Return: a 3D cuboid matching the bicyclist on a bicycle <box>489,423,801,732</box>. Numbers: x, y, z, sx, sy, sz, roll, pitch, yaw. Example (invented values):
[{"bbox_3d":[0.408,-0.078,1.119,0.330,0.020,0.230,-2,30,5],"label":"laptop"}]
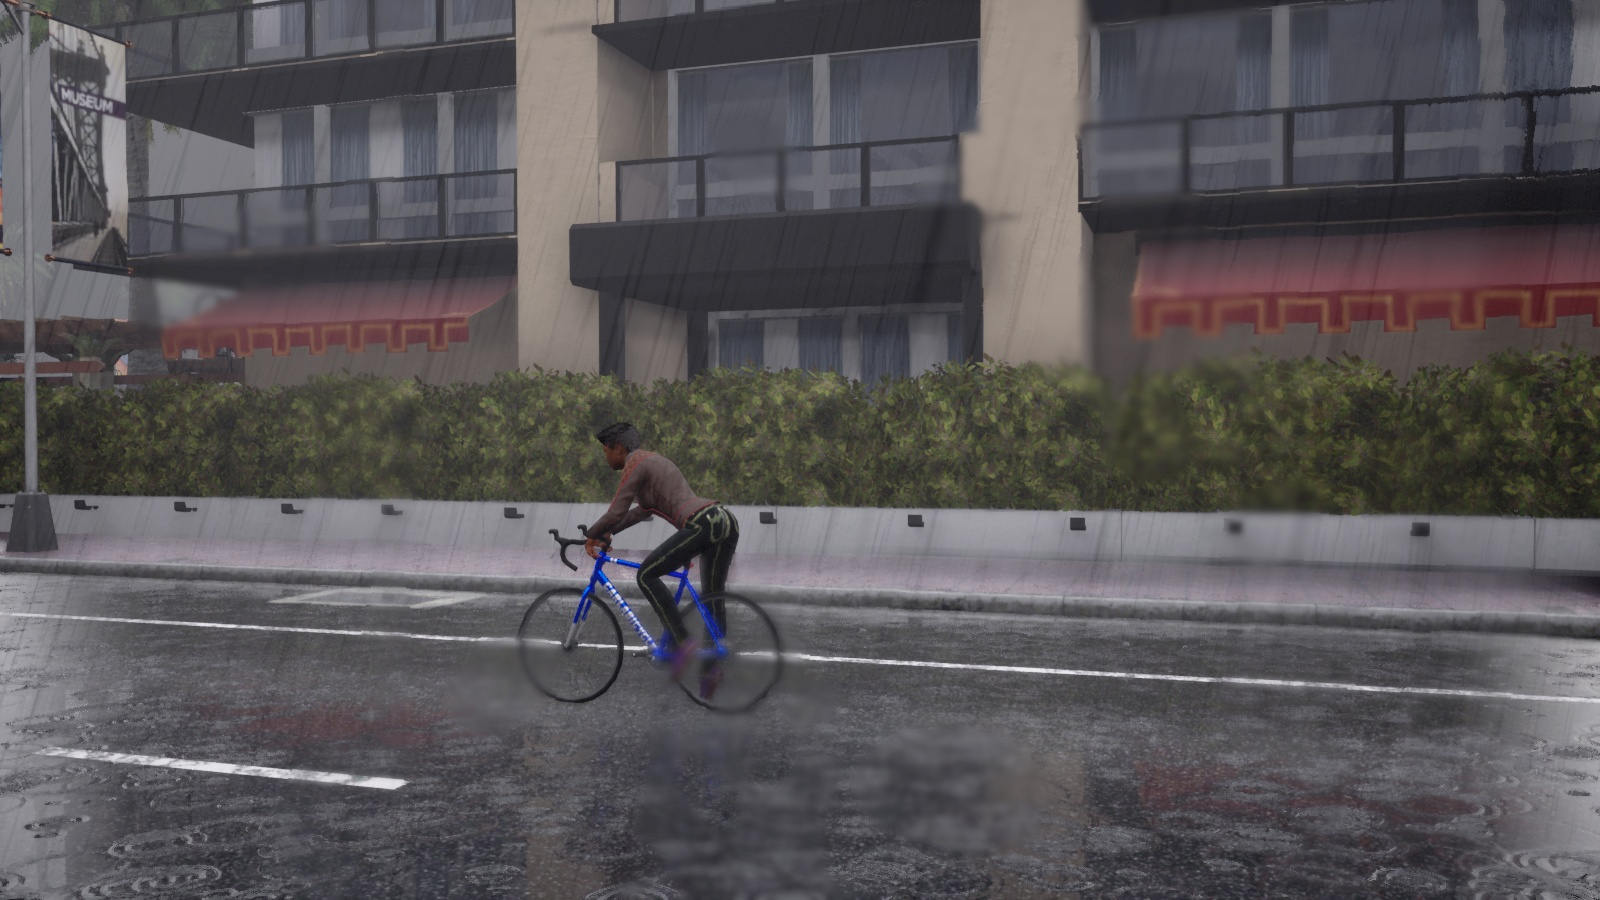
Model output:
[{"bbox_3d":[-0.873,0.662,7.111,1.656,1.620,0.582,0,1,18],"label":"bicyclist on a bicycle"}]
